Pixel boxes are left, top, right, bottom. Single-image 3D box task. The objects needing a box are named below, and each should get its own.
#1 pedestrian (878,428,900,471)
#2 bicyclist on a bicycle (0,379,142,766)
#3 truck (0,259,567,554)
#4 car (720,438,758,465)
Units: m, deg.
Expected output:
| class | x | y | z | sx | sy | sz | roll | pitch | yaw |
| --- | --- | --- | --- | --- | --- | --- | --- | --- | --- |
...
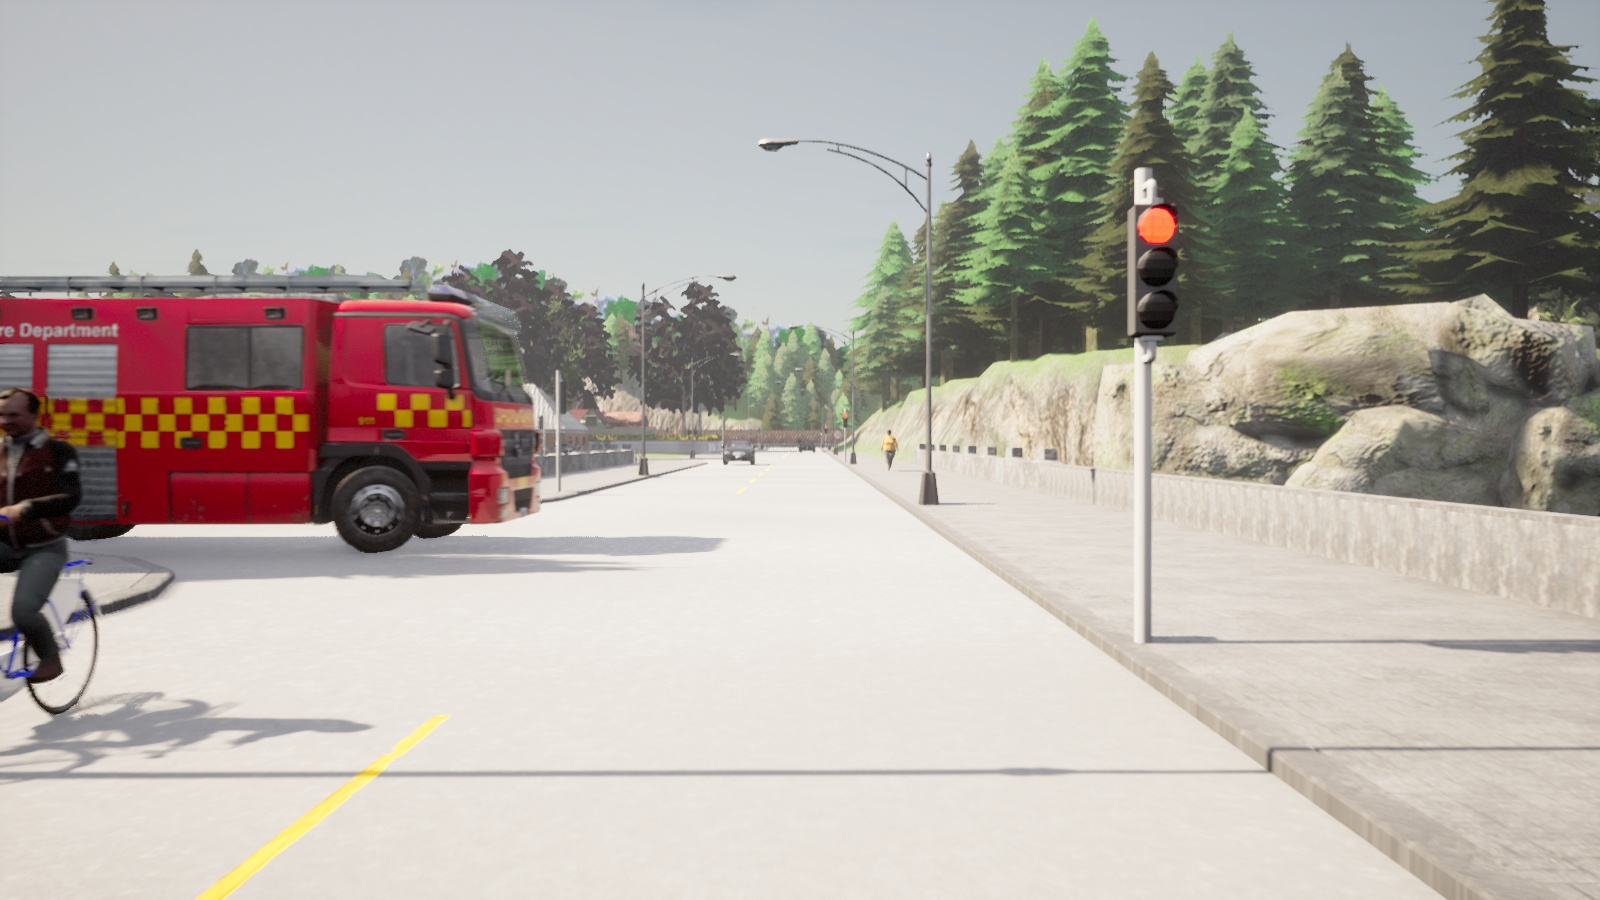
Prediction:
| class | x | y | z | sx | sy | sz | roll | pitch | yaw |
| --- | --- | --- | --- | --- | --- | --- | --- | --- | --- |
| pedestrian | 3.860 | -0.027 | 54.420 | 0.874 | 1.855 | 0.900 | 0 | 1 | 0 |
| bicyclist on a bicycle | -4.002 | 0.559 | 6.107 | 0.659 | 1.776 | 1.843 | 0 | 0 | -1 |
| truck | -7.808 | -0.584 | 17.742 | 8.468 | 3.827 | 2.891 | 0 | 1 | 0 |
| car | -3.541 | 0.046 | 73.241 | 2.128 | 1.511 | 4.902 | 0 | 1 | -2 |
